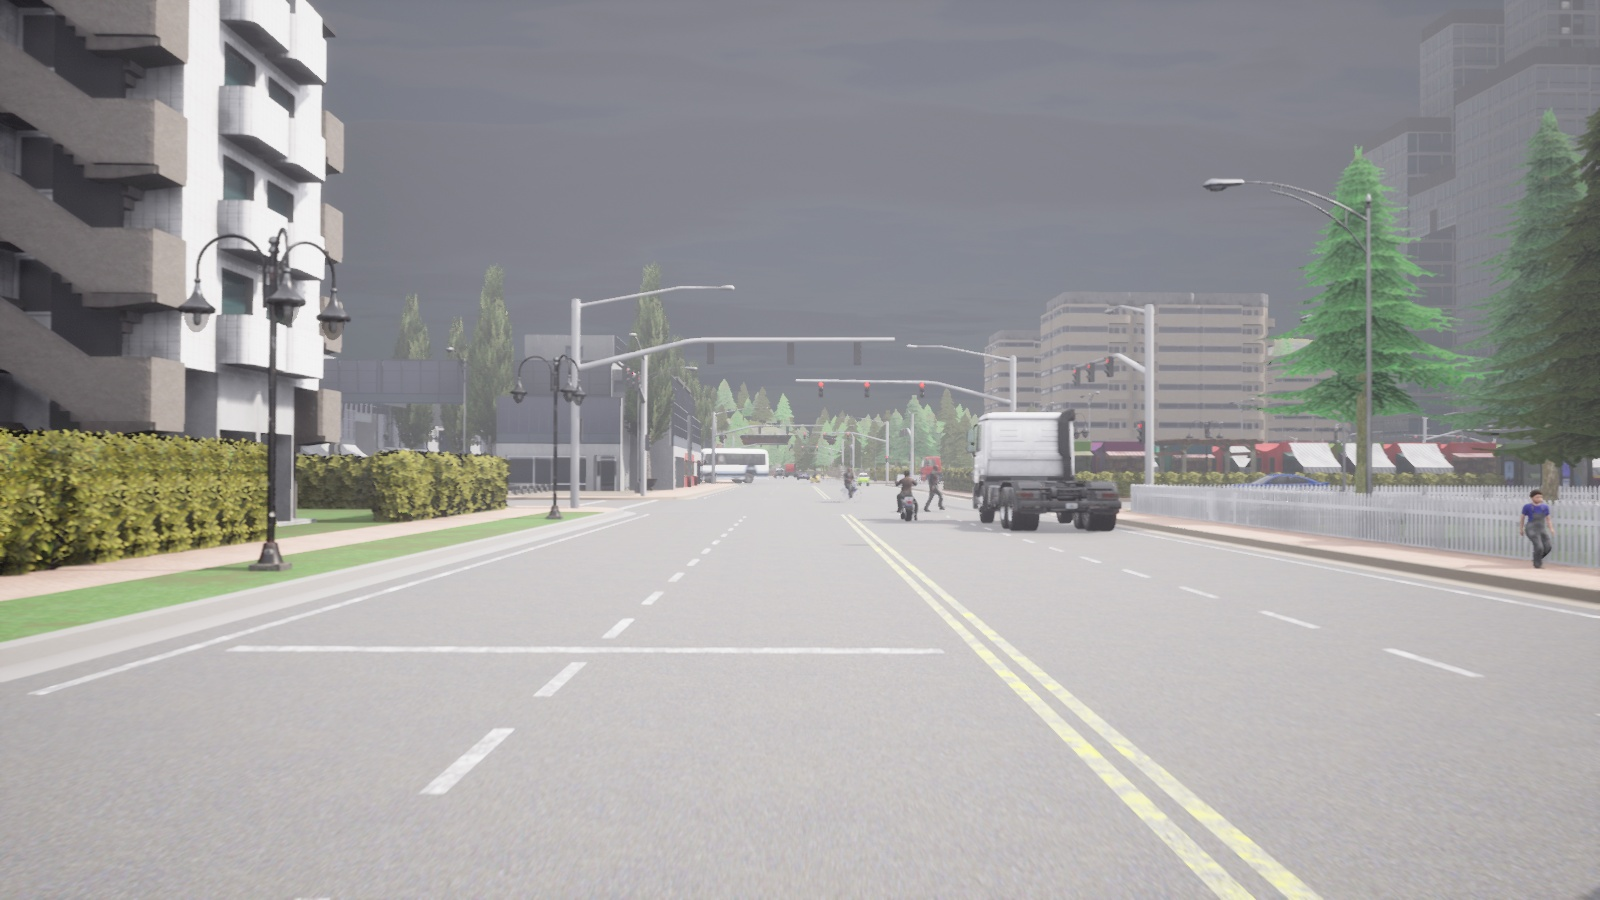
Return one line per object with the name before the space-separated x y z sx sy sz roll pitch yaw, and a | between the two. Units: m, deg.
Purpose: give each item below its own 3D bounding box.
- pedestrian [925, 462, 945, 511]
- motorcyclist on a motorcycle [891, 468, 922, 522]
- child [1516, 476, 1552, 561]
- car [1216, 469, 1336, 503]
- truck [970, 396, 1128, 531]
pedestrian | 5.135 1.385 47.746 0.720 1.854 0.376 0 -1 0
motorcyclist on a motorcycle | 3.402 1.425 40.274 0.766 1.649 2.350 0 -1 0
child | 11.012 1.025 18.852 0.270 1.263 0.437 0 -1 0
car | 22.684 1.704 59.934 5.008 1.535 1.882 0 -1 -2
truck | 6.918 0.410 36.138 2.891 3.462 7.936 0 -1 0
